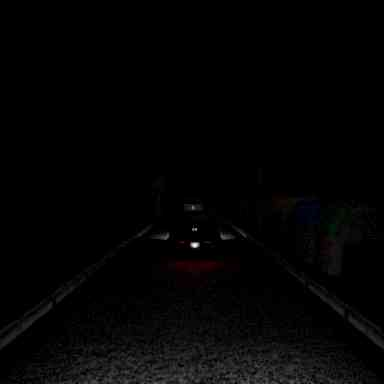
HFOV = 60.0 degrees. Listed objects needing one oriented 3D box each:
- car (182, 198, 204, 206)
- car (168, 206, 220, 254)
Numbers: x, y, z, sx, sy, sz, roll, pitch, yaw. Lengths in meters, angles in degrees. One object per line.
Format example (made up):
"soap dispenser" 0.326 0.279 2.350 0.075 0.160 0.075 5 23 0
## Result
"car" 0.102 1.761 36.833 2.150 2.045 5.566 0 -2 0
"car" 0.099 1.536 13.567 1.837 1.490 4.892 0 0 0
